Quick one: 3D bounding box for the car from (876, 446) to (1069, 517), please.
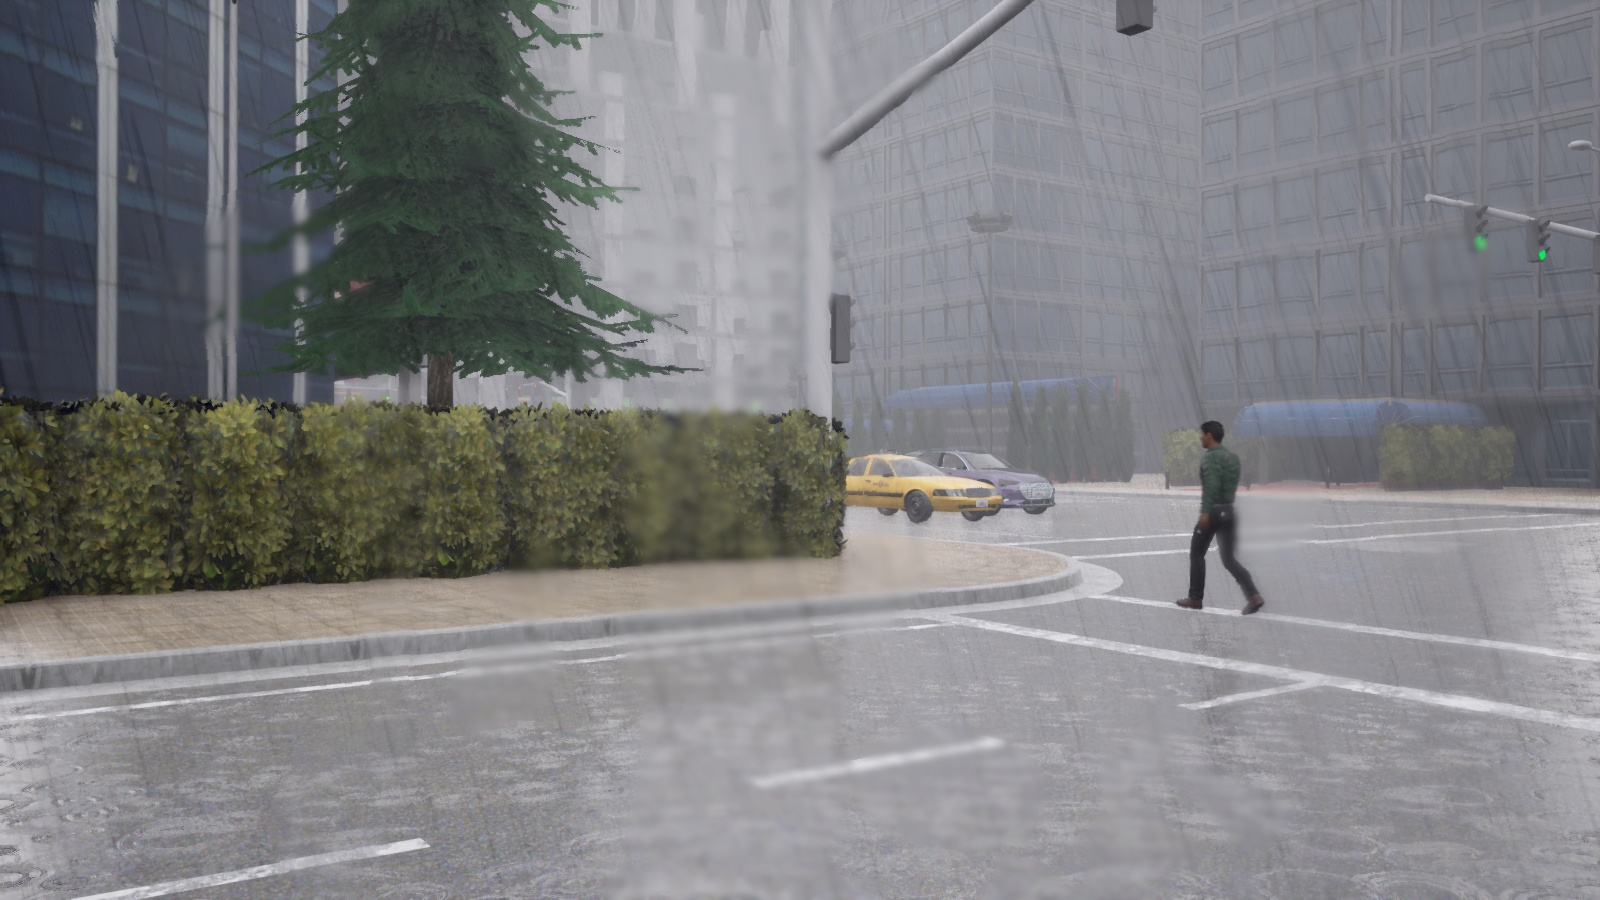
[{"bbox_3d":[4.245,0.743,31.635,2.033,1.649,4.856,0,0,-35],"label":"car"}]

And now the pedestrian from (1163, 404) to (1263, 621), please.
[{"bbox_3d":[3.843,0.562,11.708,0.423,1.949,0.788,0,0,-35],"label":"pedestrian"}]

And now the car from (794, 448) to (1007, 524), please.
[{"bbox_3d":[2.141,0.749,28.553,1.801,1.575,5.366,0,0,-35],"label":"car"}]
